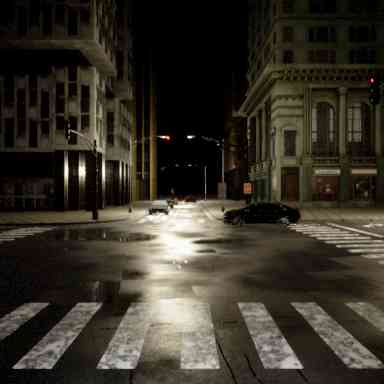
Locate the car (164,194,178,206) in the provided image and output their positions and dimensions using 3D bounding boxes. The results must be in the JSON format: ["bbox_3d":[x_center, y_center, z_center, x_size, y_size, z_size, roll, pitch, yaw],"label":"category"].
[{"bbox_3d":[-3.344,1.285,53.773,2.097,1.767,4.553,0,0,0],"label":"car"}]

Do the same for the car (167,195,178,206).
[{"bbox_3d":[-3.278,1.446,43.480,2.128,1.511,4.902,0,0,0],"label":"car"}]

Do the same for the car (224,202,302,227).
[{"bbox_3d":[4.474,1.405,21.302,4.892,1.490,1.837,-1,2,15],"label":"car"}]

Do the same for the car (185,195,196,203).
[{"bbox_3d":[-0.236,1.433,63.840,1.812,1.442,4.674,0,0,0],"label":"car"}]

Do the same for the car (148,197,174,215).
[{"bbox_3d":[-3.204,1.519,33.565,2.033,1.411,5.357,0,0,0],"label":"car"}]

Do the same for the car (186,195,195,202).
[{"bbox_3d":[-0.400,1.433,73.652,1.994,1.385,4.181,0,0,0],"label":"car"}]
